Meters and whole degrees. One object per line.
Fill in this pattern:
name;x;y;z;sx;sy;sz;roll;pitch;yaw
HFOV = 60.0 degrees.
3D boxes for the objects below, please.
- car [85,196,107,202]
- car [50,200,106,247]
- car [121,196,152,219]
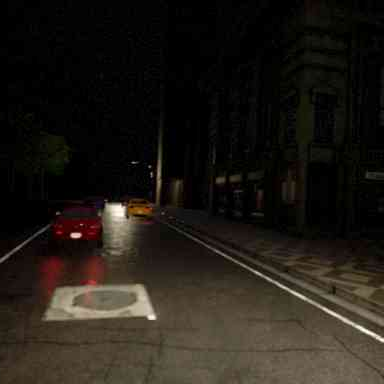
car;-8.963;1.090;30.910;1.882;1.535;5.008;3;-1;-13
car;-4.476;1.256;13.333;1.812;1.442;4.674;3;0;-15
car;-4.354;1.278;26.602;1.882;1.535;5.008;3;0;-14
